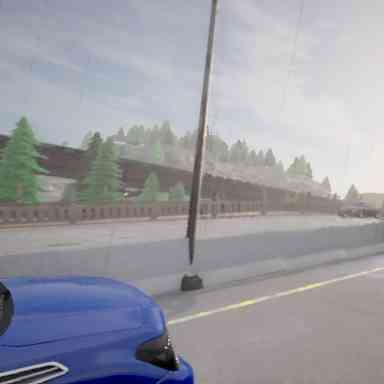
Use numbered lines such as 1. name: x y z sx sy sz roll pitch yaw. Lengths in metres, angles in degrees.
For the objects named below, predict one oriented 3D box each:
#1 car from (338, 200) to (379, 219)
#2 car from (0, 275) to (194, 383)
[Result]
1. car: 16.366 1.684 32.638 4.553 1.767 2.097 2 -1 -35
2. car: -2.646 1.207 1.871 5.566 2.045 2.150 0 0 -35
